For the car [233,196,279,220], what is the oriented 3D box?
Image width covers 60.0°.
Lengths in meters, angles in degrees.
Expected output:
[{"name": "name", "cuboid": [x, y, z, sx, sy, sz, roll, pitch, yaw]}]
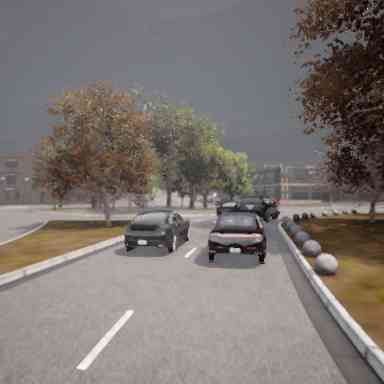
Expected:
[{"name": "car", "cuboid": [5.564, 1.339, 27.379, 2.150, 2.045, 5.566, -1, -1, 26]}]

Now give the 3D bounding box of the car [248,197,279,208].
[{"name": "car", "cuboid": [13.601, 1.917, 63.475, 2.150, 2.045, 5.566, 1, -1, -39]}]

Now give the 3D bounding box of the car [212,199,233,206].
[{"name": "car", "cuboid": [3.908, 1.630, 30.044, 1.882, 1.535, 5.008, -1, -1, 29]}]

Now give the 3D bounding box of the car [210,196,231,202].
[{"name": "car", "cuboid": [6.511, 2.057, 66.053, 2.097, 1.767, 4.553, 1, -1, -44]}]

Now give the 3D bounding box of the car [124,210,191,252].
[{"name": "car", "cuboid": [-1.276, 1.500, 13.887, 1.837, 1.490, 4.892, 0, 0, 10]}]

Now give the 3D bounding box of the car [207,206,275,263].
[{"name": "car", "cuboid": [1.693, 1.489, 12.082, 2.128, 1.511, 4.902, 0, 0, 10]}]
